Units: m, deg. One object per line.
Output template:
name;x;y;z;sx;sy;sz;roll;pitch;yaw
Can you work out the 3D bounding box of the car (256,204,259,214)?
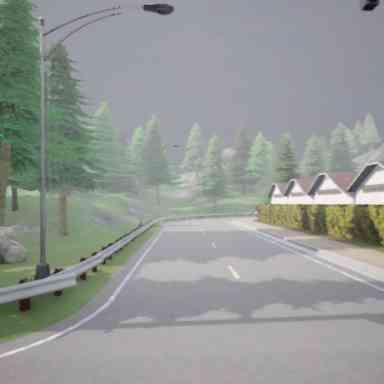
car;12.203;2.730;48.745;5.566;2.045;2.150;0;-2;-13
